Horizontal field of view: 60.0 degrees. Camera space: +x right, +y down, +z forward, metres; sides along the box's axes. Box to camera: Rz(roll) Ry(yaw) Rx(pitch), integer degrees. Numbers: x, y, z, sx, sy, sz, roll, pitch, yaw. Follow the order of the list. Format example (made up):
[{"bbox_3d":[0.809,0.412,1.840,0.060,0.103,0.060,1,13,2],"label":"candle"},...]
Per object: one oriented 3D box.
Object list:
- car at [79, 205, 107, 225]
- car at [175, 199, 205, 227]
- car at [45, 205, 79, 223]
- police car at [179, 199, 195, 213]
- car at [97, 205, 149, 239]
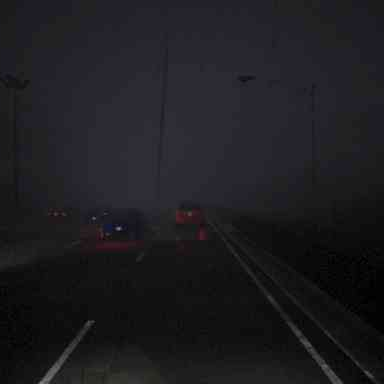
[{"bbox_3d":[-7.186,1.761,26.569,1.812,1.442,4.674,0,0,-1],"label":"car"},{"bbox_3d":[-0.159,1.544,24.548,2.097,1.767,4.553,0,-1,-1],"label":"car"},{"bbox_3d":[-10.716,1.812,28.561,2.033,1.411,5.357,0,0,-1],"label":"car"},{"bbox_3d":[-0.716,1.768,43.685,1.930,1.638,5.238,0,0,-2],"label":"police car"},{"bbox_3d":[-3.585,1.637,18.621,1.882,1.535,5.008,0,0,-1],"label":"car"}]
